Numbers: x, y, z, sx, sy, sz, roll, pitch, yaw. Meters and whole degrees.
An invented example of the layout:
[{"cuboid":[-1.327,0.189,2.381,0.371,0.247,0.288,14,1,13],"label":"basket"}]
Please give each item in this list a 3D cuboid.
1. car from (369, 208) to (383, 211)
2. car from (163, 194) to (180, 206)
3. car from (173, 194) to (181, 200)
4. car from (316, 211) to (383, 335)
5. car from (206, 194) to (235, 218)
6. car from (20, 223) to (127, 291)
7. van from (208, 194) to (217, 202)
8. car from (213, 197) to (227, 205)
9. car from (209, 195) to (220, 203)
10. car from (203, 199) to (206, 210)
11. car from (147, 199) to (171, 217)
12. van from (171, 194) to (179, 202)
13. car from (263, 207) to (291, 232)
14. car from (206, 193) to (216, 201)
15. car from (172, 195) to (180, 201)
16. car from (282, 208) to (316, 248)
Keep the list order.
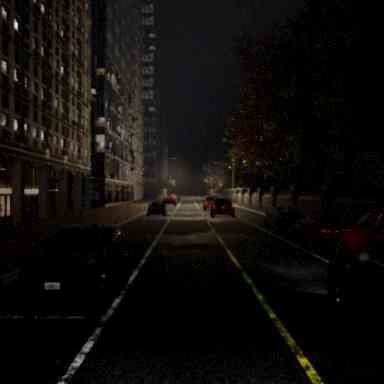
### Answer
[{"cuboid":[5.637,1.332,8.887,2.192,1.841,5.009,0,0,-1],"label":"car"},{"cuboid":[-3.521,1.292,53.503,2.192,1.841,5.009,1,0,-1],"label":"car"},{"cuboid":[-4.073,1.368,92.424,1.967,1.590,4.097,1,0,-1],"label":"car"},{"cuboid":[3.752,1.363,5.006,2.097,1.767,4.553,0,0,2],"label":"car"},{"cuboid":[2.682,1.354,30.724,2.097,1.767,4.553,0,0,0],"label":"car"},{"cuboid":[-2.894,1.562,9.020,1.947,1.339,4.313,0,0,-1],"label":"car"},{"cuboid":[4.692,1.318,75.598,1.690,1.788,3.998,1,0,-1],"label":"van"},{"cuboid":[4.926,1.544,58.920,2.008,1.369,4.403,1,0,-1],"label":"car"},{"cuboid":[4.770,1.424,70.040,1.967,1.590,4.097,1,0,-1],"label":"car"},{"cuboid":[2.486,1.348,42.225,2.097,1.767,4.553,0,0,0],"label":"car"},{"cuboid":[-3.209,1.570,31.266,1.802,1.307,4.206,1,0,-1],"label":"car"},{"cuboid":[-3.835,1.297,75.743,1.690,1.788,3.998,1,0,-1],"label":"van"},{"cuboid":[5.477,1.564,20.006,2.008,1.369,4.403,1,0,-1],"label":"car"},{"cuboid":[4.614,1.284,81.158,2.192,1.841,5.009,1,0,-1],"label":"car"},{"cuboid":[-3.916,1.514,81.303,1.947,1.339,4.313,1,0,-1],"label":"car"},{"cuboid":[5.556,1.598,14.447,1.802,1.307,4.206,1,0,-1],"label":"car"}]
